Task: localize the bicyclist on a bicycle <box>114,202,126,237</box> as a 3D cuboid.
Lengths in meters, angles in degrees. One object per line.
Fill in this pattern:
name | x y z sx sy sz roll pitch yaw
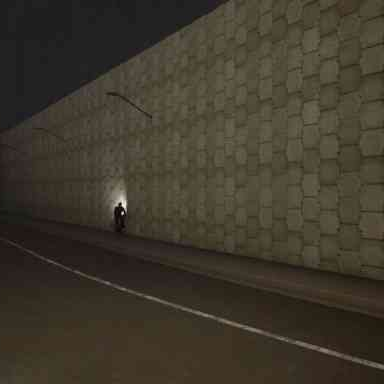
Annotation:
bicyclist on a bicycle | -3.496 1.329 16.143 0.582 1.620 1.656 0 6 1
